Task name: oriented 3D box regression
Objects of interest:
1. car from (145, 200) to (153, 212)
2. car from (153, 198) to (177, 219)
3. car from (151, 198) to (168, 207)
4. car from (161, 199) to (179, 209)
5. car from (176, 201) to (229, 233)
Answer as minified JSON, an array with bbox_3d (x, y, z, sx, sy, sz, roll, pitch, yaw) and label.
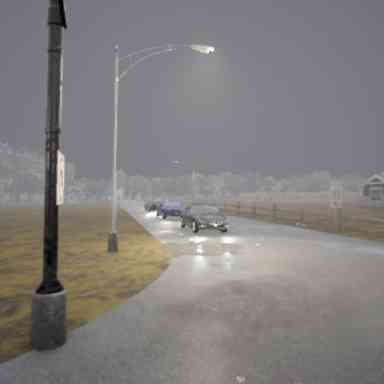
[{"bbox_3d":[-4.329,1.631,38.673,1.895,1.301,4.718,1,-1,-14],"label":"car"},{"bbox_3d":[-1.858,1.460,28.985,1.882,1.535,5.008,1,0,-15],"label":"car"},{"bbox_3d":[-5.813,1.794,58.931,2.033,1.411,5.357,1,-1,-14],"label":"car"},{"bbox_3d":[-3.331,1.729,49.240,1.994,1.385,4.181,1,-1,-14],"label":"car"},{"bbox_3d":[0.623,1.458,19.298,1.837,1.490,4.892,1,0,-14],"label":"car"}]
